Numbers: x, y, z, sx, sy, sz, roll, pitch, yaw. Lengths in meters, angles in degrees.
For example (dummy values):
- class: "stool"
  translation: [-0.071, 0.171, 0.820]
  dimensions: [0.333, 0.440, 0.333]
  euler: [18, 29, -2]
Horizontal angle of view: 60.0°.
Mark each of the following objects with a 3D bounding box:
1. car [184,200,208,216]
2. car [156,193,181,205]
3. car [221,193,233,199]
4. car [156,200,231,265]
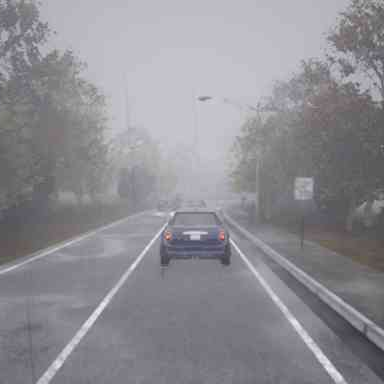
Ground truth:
- class: "car"
  translation: [0.449, 1.424, 31.062]
  dimensions: [2.033, 1.411, 5.357]
  euler: [0, -1, 3]
- class: "car"
  translation: [-2.565, 1.085, 38.623]
  dimensions: [2.150, 2.045, 5.566]
  euler: [0, 0, 7]
- class: "car"
  translation: [8.423, 0.934, 78.767]
  dimensions: [2.097, 1.767, 4.553]
  euler: [2, 1, 24]
- class: "car"
  translation: [0.100, 1.314, 11.674]
  dimensions: [2.097, 1.767, 4.553]
  euler: [0, 0, 0]
